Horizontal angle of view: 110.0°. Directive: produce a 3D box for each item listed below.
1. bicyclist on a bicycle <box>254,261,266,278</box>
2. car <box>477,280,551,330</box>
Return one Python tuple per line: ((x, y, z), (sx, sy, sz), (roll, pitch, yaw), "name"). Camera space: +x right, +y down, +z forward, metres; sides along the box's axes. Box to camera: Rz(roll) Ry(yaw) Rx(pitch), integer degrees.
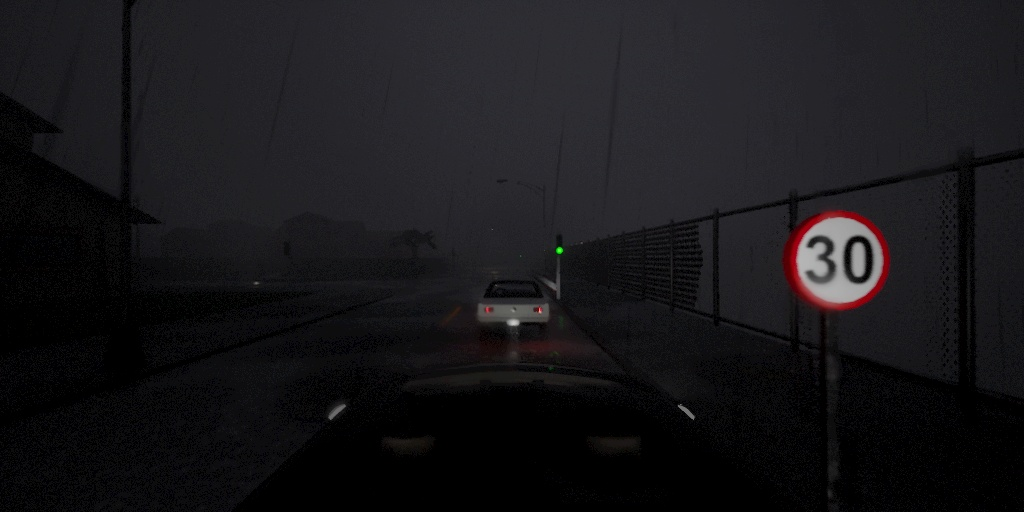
((-24.147, 1.289, 34.416), (0.582, 1.620, 1.656), (0, 0, 0), "bicyclist on a bicycle")
((0.049, 1.406, 11.283), (1.895, 1.301, 4.718), (0, 0, 0), "car")
